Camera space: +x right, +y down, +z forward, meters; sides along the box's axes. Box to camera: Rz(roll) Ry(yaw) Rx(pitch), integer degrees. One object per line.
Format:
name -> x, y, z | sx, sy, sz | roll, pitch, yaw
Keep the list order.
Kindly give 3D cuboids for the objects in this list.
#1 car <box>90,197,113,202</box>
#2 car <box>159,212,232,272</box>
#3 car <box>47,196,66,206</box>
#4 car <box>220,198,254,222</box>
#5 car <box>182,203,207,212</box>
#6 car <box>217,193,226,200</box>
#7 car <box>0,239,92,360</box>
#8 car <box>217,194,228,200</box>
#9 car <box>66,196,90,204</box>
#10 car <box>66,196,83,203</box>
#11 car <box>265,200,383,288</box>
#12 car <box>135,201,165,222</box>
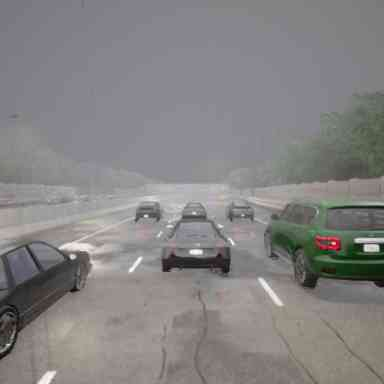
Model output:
car -> -13.777, 1.471, 52.219 | 2.128, 1.511, 4.902 | 0, 0, 1
car -> 0.117, 1.559, 10.818 | 1.994, 1.385, 4.181 | 0, 0, 0
car -> -20.777, 1.482, 51.864 | 1.837, 1.490, 4.892 | 0, 0, 1
car -> 3.680, 1.481, 26.350 | 2.128, 1.511, 4.902 | 0, 0, 0
car -> 0.184, 1.552, 26.973 | 1.994, 1.385, 4.181 | 0, 0, 0
car -> 7.818, 1.228, 88.433 | 2.097, 1.767, 4.553 | 0, 0, 1
car -> -3.395, 1.544, 5.827 | 2.033, 1.411, 5.357 | 0, 0, 0
car -> 7.518, 1.333, 78.257 | 1.882, 1.535, 5.008 | 0, 0, 3
car -> -17.280, 1.470, 51.834 | 2.128, 1.511, 4.902 | 0, 0, 1
car -> -23.404, 1.545, 66.619 | 1.895, 1.301, 4.718 | 0, 0, -2
car -> 3.613, 1.217, 9.364 | 2.150, 2.045, 5.566 | 0, 0, 0
car -> -3.319, 1.493, 26.570 | 1.837, 1.490, 4.892 | 0, 0, 0
